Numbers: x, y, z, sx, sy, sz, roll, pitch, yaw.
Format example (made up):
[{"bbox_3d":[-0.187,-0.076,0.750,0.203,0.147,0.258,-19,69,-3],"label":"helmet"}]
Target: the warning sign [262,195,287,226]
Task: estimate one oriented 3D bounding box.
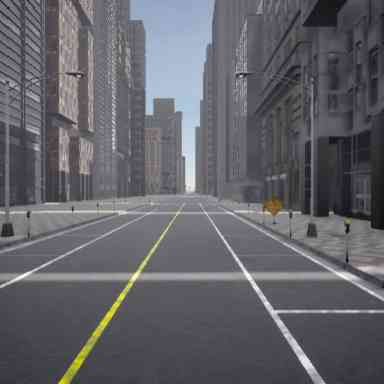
[{"bbox_3d":[5.070,1.115,20.554,1.300,1.860,1.060,0,0,0],"label":"warning sign"}]
